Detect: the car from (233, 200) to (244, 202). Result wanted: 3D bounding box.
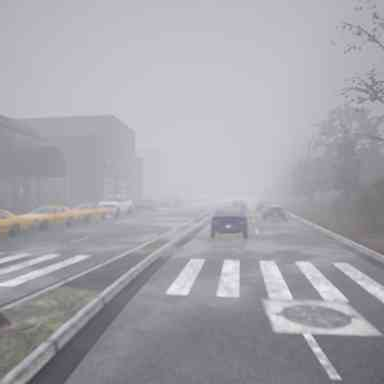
[{"bbox_3d":[5.794,1.672,41.637,1.994,1.385,4.181,0,0,9],"label":"car"}]

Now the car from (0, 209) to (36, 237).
[{"bbox_3d":[-10.208,1.536,16.063,1.946,1.575,5.366,0,0,9],"label":"car"}]

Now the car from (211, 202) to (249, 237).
[{"bbox_3d":[2.149,1.540,18.688,1.882,1.535,5.008,0,0,9],"label":"car"}]

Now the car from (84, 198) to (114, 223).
[{"bbox_3d":[-8.491,1.558,26.977,1.946,1.575,5.366,0,0,9],"label":"car"}]

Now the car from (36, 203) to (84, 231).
[{"bbox_3d":[-9.344,1.546,21.519,1.946,1.575,5.366,0,0,9],"label":"car"}]

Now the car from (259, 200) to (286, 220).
[{"bbox_3d":[6.959,1.591,28.536,1.812,1.442,4.674,0,0,10],"label":"car"}]

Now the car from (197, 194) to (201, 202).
[{"bbox_3d":[0.078,1.557,81.779,2.185,1.767,4.553,0,0,9],"label":"car"}]

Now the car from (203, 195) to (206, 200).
[{"bbox_3d":[1.774,1.456,92.639,2.435,2.045,5.566,0,0,9],"label":"car"}]

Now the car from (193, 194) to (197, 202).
[{"bbox_3d":[-0.809,1.667,76.106,1.946,1.575,5.366,0,0,9],"label":"car"}]

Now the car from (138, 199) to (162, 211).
[{"bbox_3d":[-5.890,1.628,43.630,2.163,1.488,4.792,0,0,9],"label":"car"}]

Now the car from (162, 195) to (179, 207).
[{"bbox_3d":[-4.173,1.624,54.584,2.231,1.521,4.892,0,0,9],"label":"car"}]

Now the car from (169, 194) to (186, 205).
[{"bbox_3d":[-3.327,1.383,60.010,2.435,2.045,5.566,0,0,9],"label":"car"}]

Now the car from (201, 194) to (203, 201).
[{"bbox_3d":[0.898,1.692,87.024,1.946,1.575,5.366,0,0,9],"label":"car"}]

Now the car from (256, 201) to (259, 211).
[{"bbox_3d":[9.178,1.657,42.419,1.994,1.385,4.181,0,0,9],"label":"car"}]

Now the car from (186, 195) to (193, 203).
[{"bbox_3d":[-1.925,1.657,69.325,2.231,1.521,4.892,0,0,10],"label":"car"}]

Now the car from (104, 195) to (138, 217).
[{"bbox_3d":[-7.592,1.322,32.716,2.435,2.045,5.566,0,0,9],"label":"car"}]
